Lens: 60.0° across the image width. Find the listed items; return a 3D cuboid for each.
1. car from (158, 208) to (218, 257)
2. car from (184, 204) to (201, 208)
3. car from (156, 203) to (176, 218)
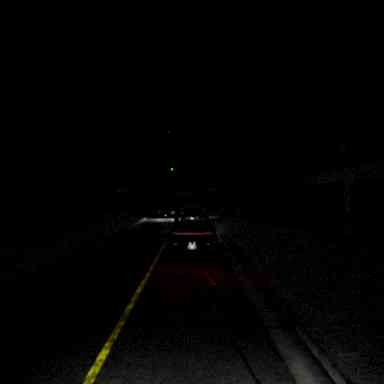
[{"bbox_3d":[0.015,1.633,13.501,2.128,1.511,4.902,0,0,0],"label":"car"},{"bbox_3d":[0.011,1.799,28.493,1.837,1.490,4.892,0,0,0],"label":"car"},{"bbox_3d":[-2.519,1.900,34.532,2.033,1.411,5.357,0,-1,0],"label":"car"}]
